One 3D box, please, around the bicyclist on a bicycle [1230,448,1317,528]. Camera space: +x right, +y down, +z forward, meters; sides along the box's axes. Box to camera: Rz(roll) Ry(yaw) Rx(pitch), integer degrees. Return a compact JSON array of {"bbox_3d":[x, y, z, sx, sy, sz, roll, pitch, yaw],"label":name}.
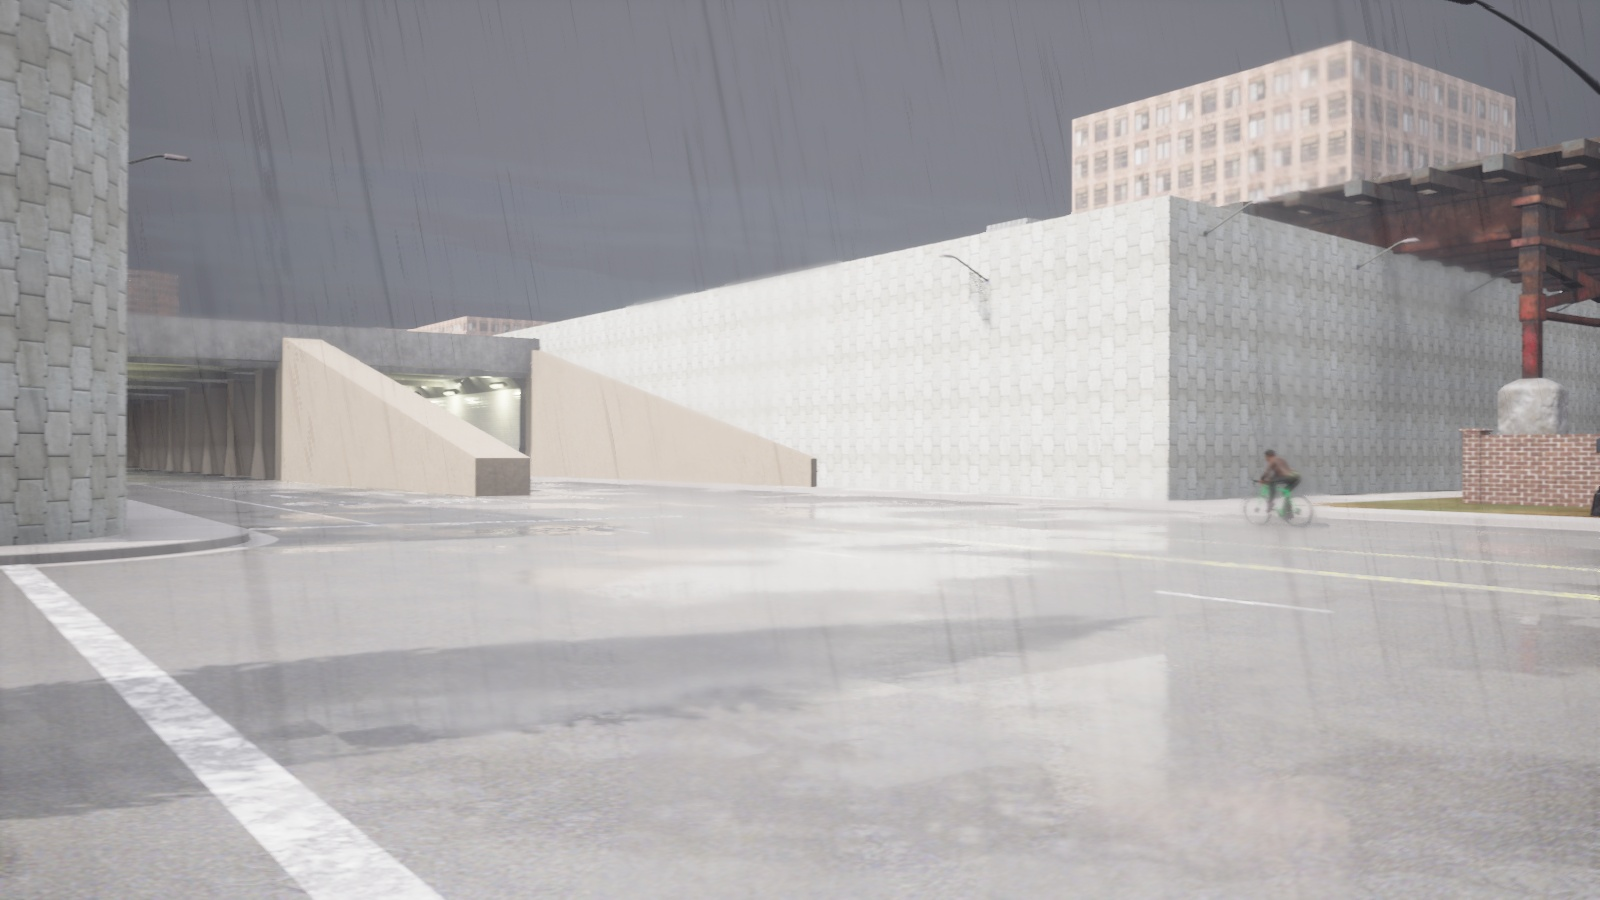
[{"bbox_3d":[9.924,0.777,26.354,0.582,1.620,1.656,0,-1,-34],"label":"bicyclist on a bicycle"}]
